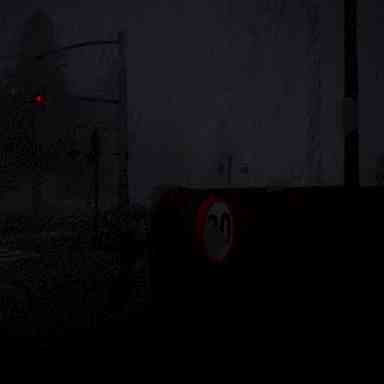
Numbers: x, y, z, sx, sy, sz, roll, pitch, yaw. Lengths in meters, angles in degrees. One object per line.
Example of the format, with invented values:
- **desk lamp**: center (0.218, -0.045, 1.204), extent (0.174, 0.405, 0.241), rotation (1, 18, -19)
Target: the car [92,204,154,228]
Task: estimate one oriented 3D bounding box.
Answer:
- **car**: center (-4.738, 1.610, 23.415), extent (2.128, 1.511, 4.902), rotation (-1, 0, 34)
